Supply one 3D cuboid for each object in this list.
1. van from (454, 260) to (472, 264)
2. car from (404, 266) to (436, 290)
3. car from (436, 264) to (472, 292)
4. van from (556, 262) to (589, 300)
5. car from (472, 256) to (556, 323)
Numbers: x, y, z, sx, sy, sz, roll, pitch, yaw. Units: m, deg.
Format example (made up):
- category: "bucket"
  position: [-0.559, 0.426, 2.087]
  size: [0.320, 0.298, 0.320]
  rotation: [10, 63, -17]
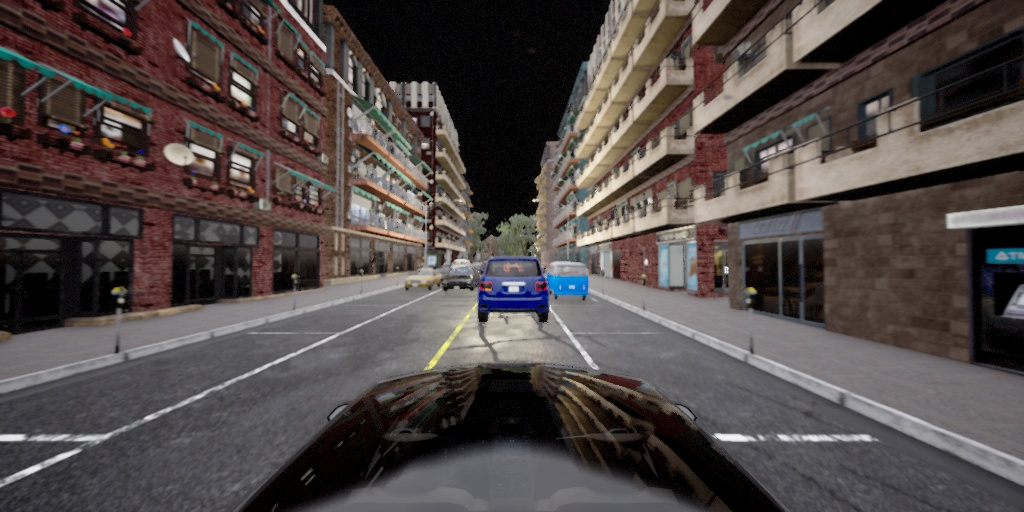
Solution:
- category: "van"
  position: [-5.690, 1.308, 40.325]
  size: [1.690, 1.789, 3.998]
  rotation: [0, 0, 0]
- category: "car"
  position: [-5.689, 1.398, 23.441]
  size: [1.751, 1.417, 4.829]
  rotation: [0, 0, 0]
- category: "car"
  position: [-3.093, 1.415, 22.726]
  size: [2.033, 1.411, 5.357]
  rotation: [0, 0, 0]
- category: "van"
  position: [2.694, 1.182, 18.001]
  size: [1.690, 1.789, 3.998]
  rotation: [0, 0, 0]
- category: "car"
  position: [0.027, 1.032, 12.590]
  size: [2.150, 2.045, 5.566]
  rotation: [0, 0, 0]
